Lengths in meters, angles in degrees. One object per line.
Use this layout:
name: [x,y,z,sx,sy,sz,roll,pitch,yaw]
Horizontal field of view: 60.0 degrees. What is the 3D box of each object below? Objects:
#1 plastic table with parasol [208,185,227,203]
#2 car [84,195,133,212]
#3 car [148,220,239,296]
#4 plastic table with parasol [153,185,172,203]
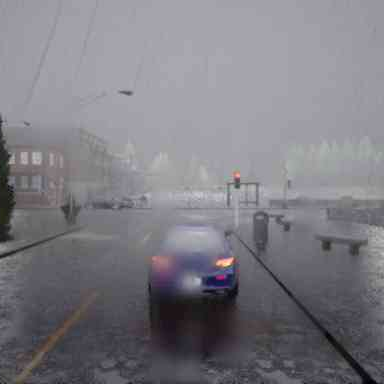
plastic table with parasol: [3.585,0.276,47.282,2.482,2.480,2.482,0,1,0]
car: [-7.980,1.056,31.638,4.902,1.511,2.128,0,0,20]
car: [0.041,1.411,8.220,1.812,1.442,4.674,0,1,1]
plastic table with parasol: [-4.235,0.265,48.032,2.482,2.480,2.482,0,1,0]
